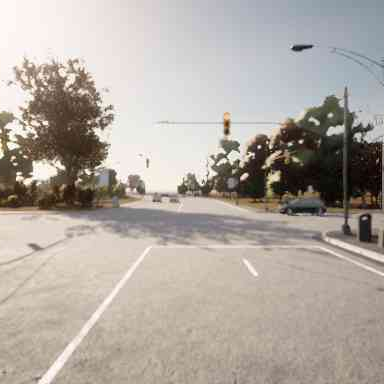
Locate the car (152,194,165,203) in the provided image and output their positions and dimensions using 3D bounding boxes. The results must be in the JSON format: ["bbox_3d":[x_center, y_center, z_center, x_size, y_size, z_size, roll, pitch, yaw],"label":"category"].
[{"bbox_3d":[-7.185,1.547,68.612,1.837,1.490,4.892,0,0,-1],"label":"car"}]

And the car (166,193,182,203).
[{"bbox_3d":[-3.693,1.402,68.888,2.097,1.767,4.553,0,0,-1],"label":"car"}]

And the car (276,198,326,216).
[{"bbox_3d":[10.712,1.377,32.917,4.553,1.767,2.097,1,0,-3],"label":"car"}]
